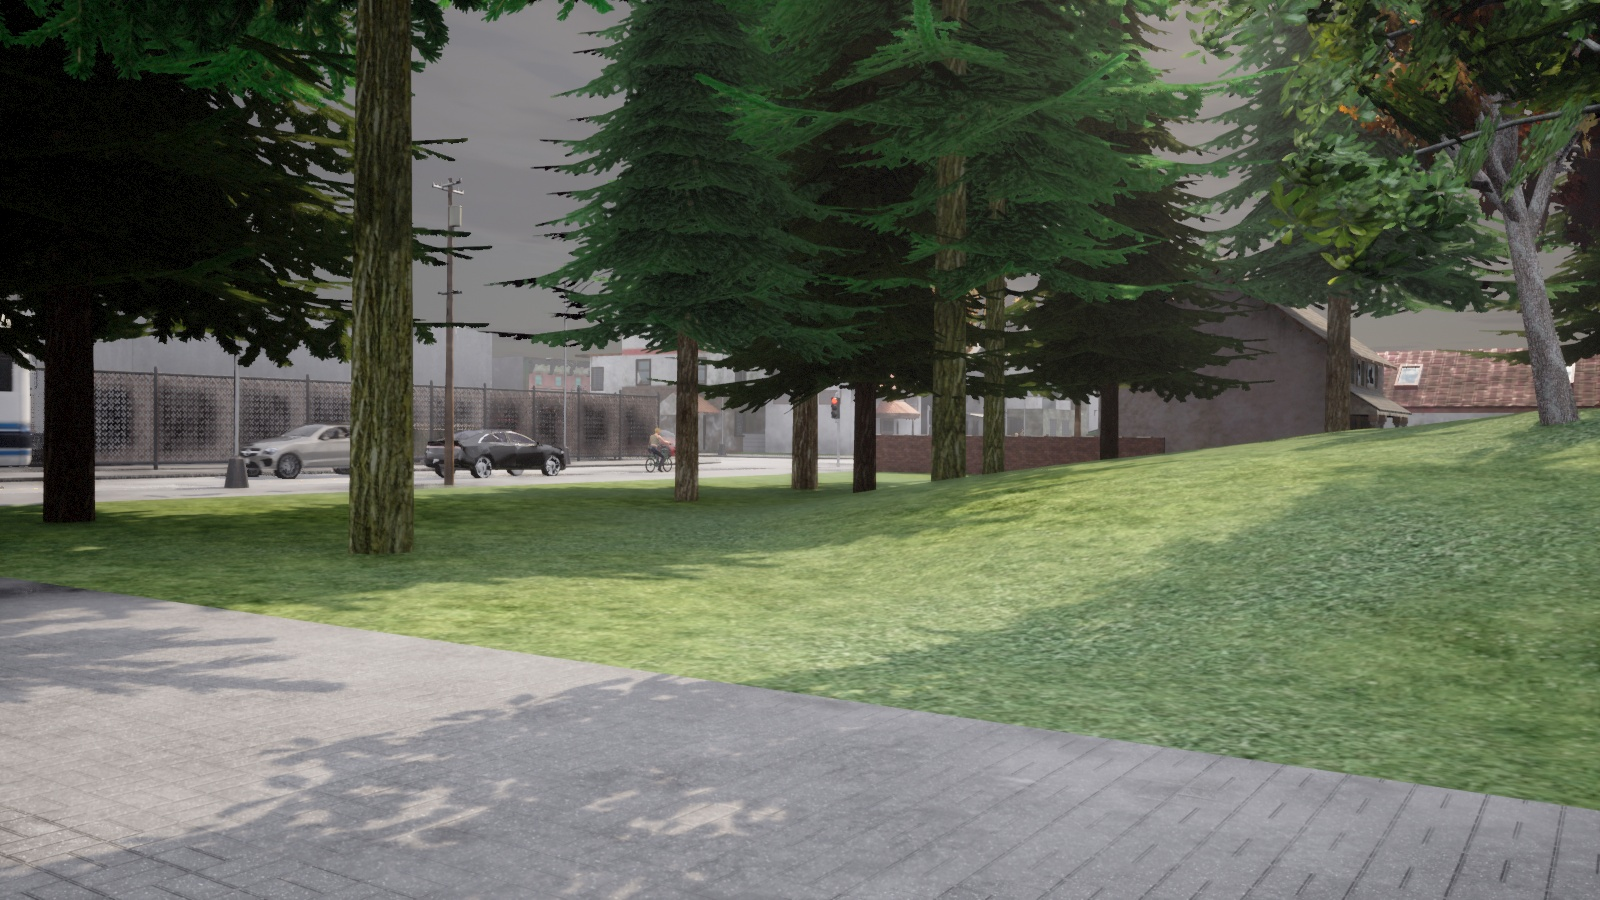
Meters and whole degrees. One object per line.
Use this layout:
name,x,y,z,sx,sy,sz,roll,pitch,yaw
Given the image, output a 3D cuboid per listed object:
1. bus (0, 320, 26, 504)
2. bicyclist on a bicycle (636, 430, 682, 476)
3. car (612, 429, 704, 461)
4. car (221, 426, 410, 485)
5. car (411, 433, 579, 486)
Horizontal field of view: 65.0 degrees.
bus,-22.623,-0.798,26.192,3.944,4.253,10.273,0,1,33
bicyclist on a bicycle,-5.094,0.094,45.400,0.866,1.612,1.509,0,1,33
car,-7.801,-0.292,68.766,4.611,1.667,2.242,0,1,34
car,-14.640,0.120,38.255,2.152,1.651,5.027,0,1,33
car,-9.367,0.240,38.970,2.128,1.511,4.902,0,1,34
